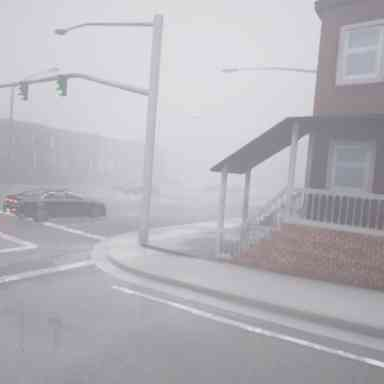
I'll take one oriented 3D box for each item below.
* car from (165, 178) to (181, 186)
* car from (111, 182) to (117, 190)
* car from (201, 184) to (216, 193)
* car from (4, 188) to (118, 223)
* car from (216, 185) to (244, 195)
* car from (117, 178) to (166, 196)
[{"bbox_3d":[-4.788,-2.059,64.756,5.357,1.411,2.033,4,2,-25],"label":"car"},{"bbox_3d":[-7.242,-0.888,38.944,2.097,1.767,4.553,7,4,36],"label":"car"},{"bbox_3d":[3.429,-0.557,53.659,1.895,1.301,4.718,7,4,36],"label":"car"},{"bbox_3d":[-6.385,0.610,16.138,2.128,1.511,4.902,7,3,36],"label":"car"},{"bbox_3d":[6.254,-0.409,51.592,1.882,1.535,5.008,7,4,36],"label":"car"},{"bbox_3d":[-5.353,-0.387,35.612,1.812,1.442,4.674,7,4,36],"label":"car"}]
